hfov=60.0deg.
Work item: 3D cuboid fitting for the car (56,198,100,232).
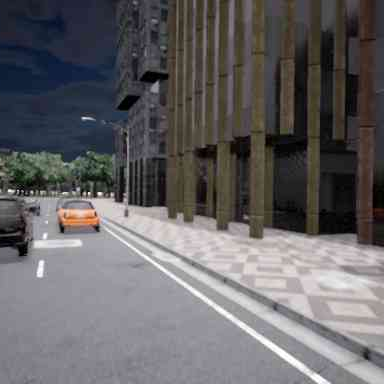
[{"bbox_3d":[-6.768,1.257,19.721,2.097,1.767,4.553,1,0,-23],"label":"car"}]

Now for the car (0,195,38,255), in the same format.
[{"bbox_3d":[-7.211,1.123,12.489,2.150,2.045,5.566,1,0,-23],"label":"car"}]

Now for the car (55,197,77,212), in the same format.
[{"bbox_3d":[-13.990,1.354,36.840,2.033,1.411,5.357,1,0,-23],"label":"car"}]

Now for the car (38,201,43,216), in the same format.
[{"bbox_3d":[-14.379,1.295,29.442,2.128,1.511,4.902,1,0,-23],"label":"car"}]
